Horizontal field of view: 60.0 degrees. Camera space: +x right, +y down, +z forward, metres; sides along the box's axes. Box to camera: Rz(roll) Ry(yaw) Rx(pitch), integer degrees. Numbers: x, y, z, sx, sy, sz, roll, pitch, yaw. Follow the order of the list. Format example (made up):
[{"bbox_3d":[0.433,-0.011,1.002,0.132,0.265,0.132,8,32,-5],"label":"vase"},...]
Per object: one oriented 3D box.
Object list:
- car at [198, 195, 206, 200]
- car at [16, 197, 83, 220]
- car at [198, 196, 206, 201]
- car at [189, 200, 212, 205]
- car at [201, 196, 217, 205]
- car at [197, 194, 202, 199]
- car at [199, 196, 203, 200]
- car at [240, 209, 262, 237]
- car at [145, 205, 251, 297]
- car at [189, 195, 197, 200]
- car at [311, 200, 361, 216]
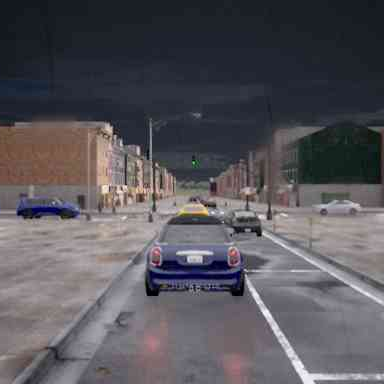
[{"bbox_3d":[2.836,1.828,72.670,1.887,1.381,4.507,-1,0,0],"label":"car"},{"bbox_3d":[-12.849,1.448,30.087,5.566,2.045,2.150,0,1,0],"label":"car"},{"bbox_3d":[2.902,1.926,94.800,2.008,1.369,4.403,-1,0,0],"label":"car"},{"bbox_3d":[0.131,1.556,21.970,1.882,1.535,5.008,0,0,1],"label":"car"},{"bbox_3d":[2.771,1.737,50.540,1.887,1.381,4.507,-1,0,0],"label":"car"},{"bbox_3d":[2.851,1.747,78.203,1.967,1.590,4.097,-1,0,0],"label":"car"},{"bbox_3d":[2.805,1.820,61.605,1.802,1.307,4.206,-1,0,0],"label":"car"},{"bbox_3d":[2.676,1.615,18.096,2.008,1.369,4.403,-1,0,0],"label":"car"},{"bbox_3d":[0.079,1.382,8.807,2.097,1.767,4.553,0,0,1],"label":"car"},{"bbox_3d":[0.248,1.830,83.832,1.837,1.490,4.892,0,0,0],"label":"car"},{"bbox_3d":[14.253,1.530,32.960,4.674,1.442,1.812,0,1,-2],"label":"car"}]
